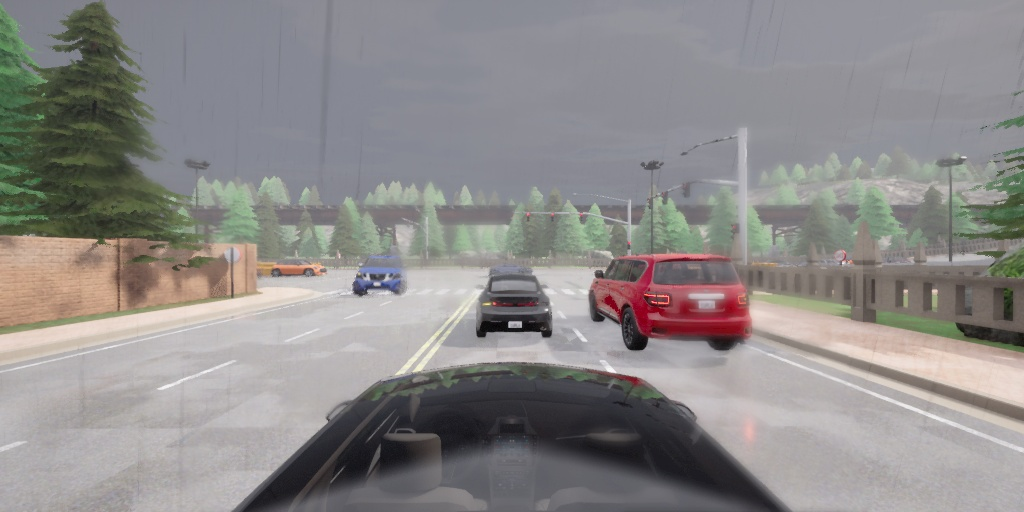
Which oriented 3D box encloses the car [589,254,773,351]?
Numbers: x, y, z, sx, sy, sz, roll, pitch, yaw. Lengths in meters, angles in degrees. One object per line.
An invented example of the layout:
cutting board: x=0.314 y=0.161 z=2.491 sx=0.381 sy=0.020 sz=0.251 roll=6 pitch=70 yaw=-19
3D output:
car: x=3.519 y=0.971 z=9.158 sx=2.150 sy=2.045 sz=5.566 roll=0 pitch=0 yaw=0

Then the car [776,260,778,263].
car: x=34.766 y=1.240 z=48.059 sx=4.892 sy=1.490 sz=1.837 roll=0 pitch=0 yaw=0

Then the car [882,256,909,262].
car: x=42.821 y=0.891 z=41.097 sx=4.553 sy=1.767 sz=2.097 roll=-2 pitch=0 yaw=0

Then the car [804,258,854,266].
car: x=30.794 y=1.242 z=33.844 sx=4.902 sy=1.511 sz=2.128 roll=0 pitch=0 yaw=0

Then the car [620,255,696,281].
car: x=12.198 y=0.973 z=30.298 sx=5.566 sy=2.045 sz=2.150 roll=0 pitch=0 yaw=0

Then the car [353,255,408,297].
car: x=-6.914 y=0.971 z=19.581 sx=2.150 sy=2.045 sz=5.566 roll=2 pitch=0 yaw=-12

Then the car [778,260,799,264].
car: x=34.189 y=1.287 z=41.059 sx=5.357 sy=1.411 sz=2.033 roll=0 pitch=0 yaw=0

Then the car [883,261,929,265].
car: x=31.076 y=1.314 z=26.844 sx=4.181 sy=1.385 sz=1.994 roll=0 pitch=0 yaw=0

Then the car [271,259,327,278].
car: x=-19.956 y=1.104 z=33.749 sx=4.553 sy=1.767 sz=2.097 roll=0 pitch=0 yaw=0

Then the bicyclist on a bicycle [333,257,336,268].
bicyclist on a bicycle: x=-27.397 y=1.051 z=55.722 sx=0.582 sy=1.620 sz=1.656 roll=0 pitch=0 yaw=0

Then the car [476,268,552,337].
car: x=0.023 y=1.255 z=10.260 sx=1.837 sy=1.490 sz=4.892 roll=0 pitch=0 yaw=-1

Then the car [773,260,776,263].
car: x=29.247 y=1.242 z=44.535 sx=4.902 sy=1.511 sz=2.128 roll=0 pitch=0 yaw=0

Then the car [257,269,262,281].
car: x=-21.328 y=1.104 z=26.744 sx=4.553 sy=1.767 sz=2.097 roll=0 pitch=0 yaw=-1

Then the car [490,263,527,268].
car: x=-0.101 y=1.314 z=33.781 sx=4.181 sy=1.385 sz=1.994 roll=0 pitch=0 yaw=0
